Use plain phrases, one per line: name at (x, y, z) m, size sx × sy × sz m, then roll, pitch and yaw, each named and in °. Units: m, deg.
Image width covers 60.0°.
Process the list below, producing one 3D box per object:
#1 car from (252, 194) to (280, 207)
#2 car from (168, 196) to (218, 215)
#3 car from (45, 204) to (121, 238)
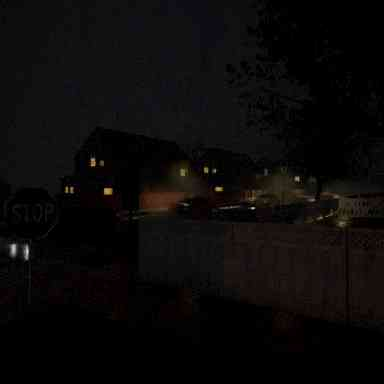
car at (8.384, 0.924, 37.355) m, size 1.812 × 1.442 × 4.674 m, roll 2°, pitch 2°, yaw 35°
car at (0.188, 1.090, 25.740) m, size 1.882 × 1.535 × 5.008 m, roll 2°, pitch 2°, yaw 35°
car at (-6.101, 1.326, 16.818) m, size 2.033 × 1.411 × 5.357 m, roll 2°, pitch 2°, yaw 35°
